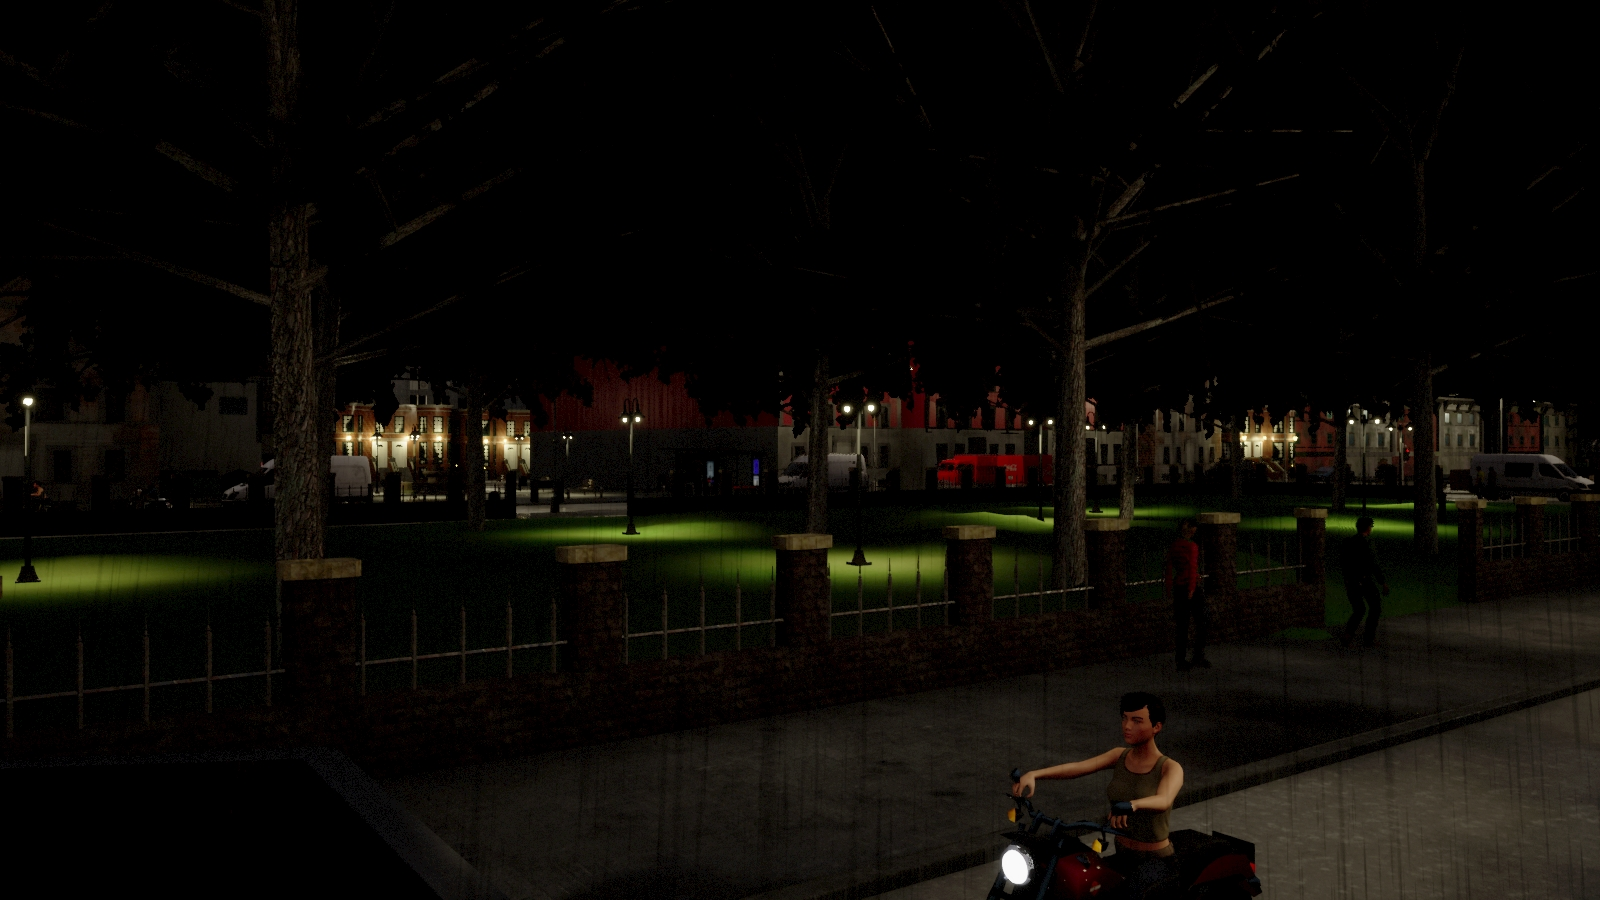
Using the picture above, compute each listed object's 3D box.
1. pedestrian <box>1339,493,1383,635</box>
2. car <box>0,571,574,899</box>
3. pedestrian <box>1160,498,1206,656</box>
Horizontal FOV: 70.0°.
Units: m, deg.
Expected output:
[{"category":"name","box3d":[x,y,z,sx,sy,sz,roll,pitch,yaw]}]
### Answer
[{"category":"pedestrian","box3d":[7.529,1.518,15.345,0.375,1.860,0.375,0,0,-26]},{"category":"car","box3d":[-3.767,1.534,1.768,6.274,2.098,2.390,0,0,-35]},{"category":"pedestrian","box3d":[4.651,1.519,13.866,0.375,1.860,0.375,0,0,-28]}]
